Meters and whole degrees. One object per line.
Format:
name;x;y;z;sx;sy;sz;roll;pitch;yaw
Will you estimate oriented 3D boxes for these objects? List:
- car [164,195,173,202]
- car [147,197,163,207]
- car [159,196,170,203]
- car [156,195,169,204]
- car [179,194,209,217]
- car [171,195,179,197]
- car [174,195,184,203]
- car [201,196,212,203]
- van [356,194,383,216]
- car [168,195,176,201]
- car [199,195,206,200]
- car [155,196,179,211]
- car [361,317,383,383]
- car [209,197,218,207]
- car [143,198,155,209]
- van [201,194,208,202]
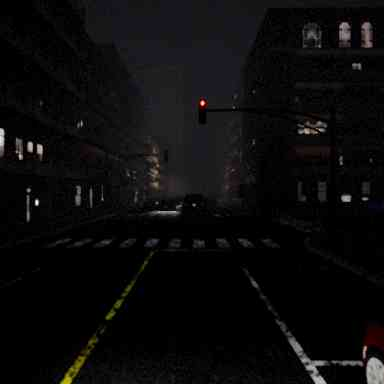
car;-5.451;1.517;78.360;1.752;1.417;4.829;-1;0;0
car;-5.538;1.550;50.891;1.947;1.339;4.313;0;0;0
car;-5.486;1.570;67.475;1.802;1.307;4.206;-1;0;0
car;-5.504;1.426;61.947;1.967;1.590;4.097;-1;0;0
car;0.198;1.205;31.130;2.150;2.045;5.566;0;0;0
car;-2.919;1.548;55.135;1.994;1.385;4.181;0;0;0
car;-2.777;1.432;70.976;1.837;1.490;4.892;0;0;0
car;2.895;1.538;67.443;2.008;1.369;4.403;-1;0;0
van;15.727;1.019;27.390;3.998;1.788;1.690;-1;1;-1
car;-5.415;1.581;89.586;1.802;1.307;4.206;-1;0;0
car;2.982;1.547;95.083;1.887;1.381;4.507;-1;0;0
car;-2.970;1.545;40.113;1.994;1.385;4.181;0;0;1
car;2.688;1.543;1.860;1.887;1.381;4.507;0;0;0
car;2.841;1.424;50.860;1.967;1.590;4.097;-1;0;0
car;-5.555;1.534;45.363;2.008;1.369;4.403;0;0;0
van;2.928;1.333;78.498;1.690;1.788;3.998;-1;0;0
